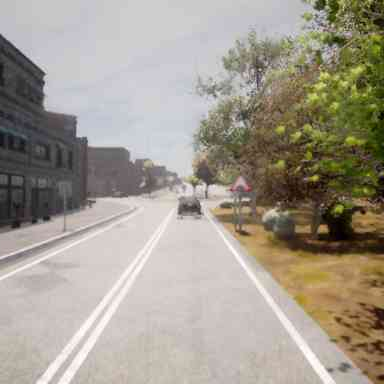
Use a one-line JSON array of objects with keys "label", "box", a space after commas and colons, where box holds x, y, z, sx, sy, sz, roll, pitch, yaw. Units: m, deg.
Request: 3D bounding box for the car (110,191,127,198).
[{"label": "car", "box": [-14.700, 0.575, 66.954, 1.994, 1.385, 4.181, 0, 1, 17]}]

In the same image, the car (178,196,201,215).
[{"label": "car", "box": [-0.192, 1.119, 31.345, 2.097, 1.767, 4.553, 0, 1, 0]}]
